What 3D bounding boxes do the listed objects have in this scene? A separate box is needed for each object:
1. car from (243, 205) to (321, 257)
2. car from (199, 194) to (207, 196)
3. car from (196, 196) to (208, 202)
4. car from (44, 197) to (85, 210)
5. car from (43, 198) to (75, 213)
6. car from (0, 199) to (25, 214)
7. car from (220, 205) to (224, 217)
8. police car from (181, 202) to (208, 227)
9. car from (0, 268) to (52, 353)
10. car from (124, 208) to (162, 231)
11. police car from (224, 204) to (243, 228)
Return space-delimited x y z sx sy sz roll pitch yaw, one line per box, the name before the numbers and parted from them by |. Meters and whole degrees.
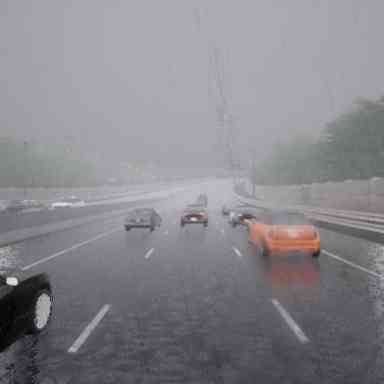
car | 3.587 1.525 13.811 2.097 1.767 4.553 0 -1 1
car | 2.464 1.465 75.374 2.150 2.045 5.566 0 1 4
car | 1.573 1.931 58.157 1.994 1.385 4.181 0 0 3
car | -13.510 1.527 36.344 2.150 2.045 5.566 0 0 2
car | -16.802 1.665 42.155 2.097 1.767 4.553 0 0 2
car | -20.480 1.629 36.771 2.097 1.767 4.553 1 0 2
car | 4.062 1.932 35.646 1.895 1.301 4.718 0 0 2
police car | 0.218 1.775 25.721 2.038 1.542 4.974 0 -1 2
car | -3.381 1.527 3.868 1.882 1.535 5.008 0 -1 0
car | -3.171 1.790 22.279 2.033 1.411 5.357 0 0 1
police car | 3.774 1.775 24.730 2.038 1.542 4.974 0 0 1
